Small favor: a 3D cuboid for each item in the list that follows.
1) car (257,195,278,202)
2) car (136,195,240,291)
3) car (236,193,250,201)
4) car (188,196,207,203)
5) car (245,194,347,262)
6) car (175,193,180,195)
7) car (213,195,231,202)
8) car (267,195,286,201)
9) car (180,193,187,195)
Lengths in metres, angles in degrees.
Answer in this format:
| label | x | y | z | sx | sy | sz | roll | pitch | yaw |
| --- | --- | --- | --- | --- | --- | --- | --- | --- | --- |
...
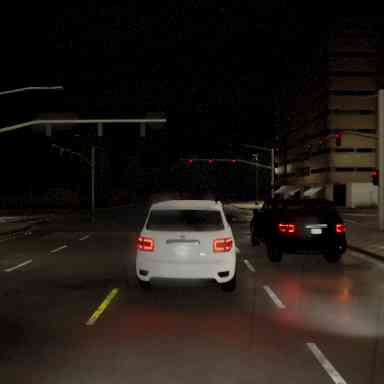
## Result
| label | x | y | z | sx | sy | sz | roll | pitch | yaw |
| --- | --- | --- | --- | --- | --- | --- | --- | --- | --- |
| car | 18.243 | 1.540 | 80.268 | 5.357 | 1.411 | 2.033 | 0 | 0 | -33 |
| car | 0.021 | 1.221 | 9.198 | 2.150 | 2.045 | 5.566 | 0 | 0 | 4 |
| car | 13.115 | 1.225 | 80.779 | 5.566 | 2.045 | 2.150 | 0 | 0 | -41 |
| car | 1.252 | 1.540 | 71.505 | 2.033 | 1.411 | 5.357 | 0 | 0 | 27 |
| car | 3.584 | 1.221 | 12.222 | 2.150 | 2.045 | 5.566 | 0 | 0 | 0 |
| car | -3.386 | 1.351 | 50.180 | 2.097 | 1.767 | 4.553 | 0 | 0 | 2 |
| car | 7.252 | 1.499 | 79.977 | 1.837 | 1.490 | 4.892 | 0 | 0 | 42 |
| car | 21.885 | 1.524 | 86.292 | 4.674 | 1.442 | 1.812 | 0 | 0 | -22 |
| car | -2.229 | 1.221 | 61.757 | 2.150 | 2.045 | 5.566 | 0 | 0 | 14 |
